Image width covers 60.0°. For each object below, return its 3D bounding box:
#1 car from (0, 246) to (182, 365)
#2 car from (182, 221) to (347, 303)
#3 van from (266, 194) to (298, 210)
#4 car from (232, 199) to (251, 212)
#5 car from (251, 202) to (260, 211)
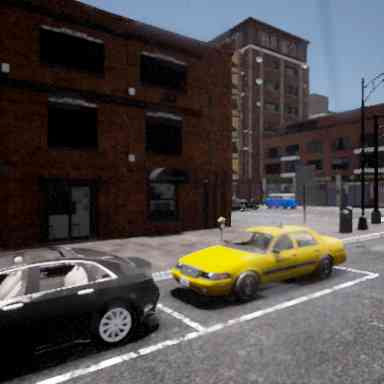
[{"bbox_3d":[-2.570,1.542,4.669,4.403,1.369,2.008,-1,2,-35],"label":"car"},{"bbox_3d":[1.821,1.425,8.011,4.829,1.417,1.752,-1,2,-35],"label":"car"},{"bbox_3d":[10.502,1.129,39.096,1.690,1.788,3.998,-1,0,-35],"label":"van"},{"bbox_3d":[3.612,1.346,34.329,1.947,1.339,4.313,-1,0,-35],"label":"car"},{"bbox_3d":[5.275,1.394,36.664,1.895,1.301,4.718,0,-1,-35],"label":"car"}]
